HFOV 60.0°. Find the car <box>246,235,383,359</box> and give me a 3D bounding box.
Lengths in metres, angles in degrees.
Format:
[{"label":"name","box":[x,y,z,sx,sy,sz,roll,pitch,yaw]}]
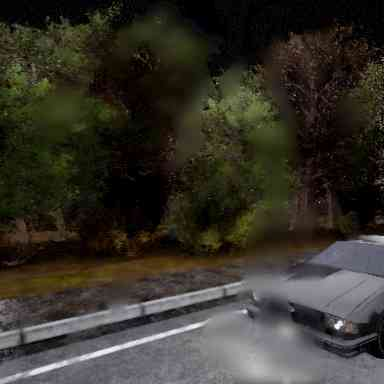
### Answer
[{"label":"car","box":[3.488,1.564,6.170,5.357,1.411,2.033,0,0,-35]}]
